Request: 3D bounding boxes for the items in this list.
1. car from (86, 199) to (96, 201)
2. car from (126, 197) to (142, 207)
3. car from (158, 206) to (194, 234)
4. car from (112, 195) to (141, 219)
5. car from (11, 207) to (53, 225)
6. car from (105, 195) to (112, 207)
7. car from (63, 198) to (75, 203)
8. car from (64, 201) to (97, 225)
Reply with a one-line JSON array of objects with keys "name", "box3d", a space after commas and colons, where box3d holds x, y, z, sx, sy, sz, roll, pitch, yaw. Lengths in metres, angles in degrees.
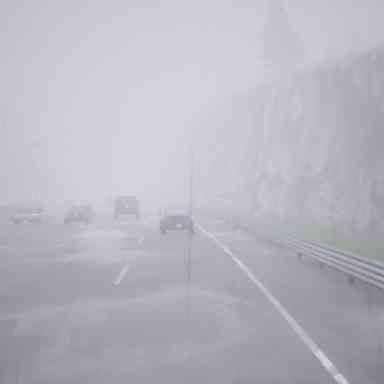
[{"name": "car", "box3d": [-18.478, 1.958, 60.709, 1.895, 1.301, 4.718, -1, 0, -22]}, {"name": "car", "box3d": [-10.112, 1.710, 57.865, 1.882, 1.535, 5.008, 0, 0, -20]}, {"name": "car", "box3d": [-0.977, 1.569, 19.561, 1.812, 1.442, 4.674, 0, 0, -7]}, {"name": "car", "box3d": [-6.132, 1.357, 31.161, 2.150, 2.045, 5.566, 0, 0, -12]}, {"name": "car", "box3d": [-12.230, 1.816, 25.817, 1.895, 1.301, 4.718, -1, 0, -10]}, {"name": "car", "box3d": [-14.115, 1.514, 59.088, 2.150, 2.045, 5.566, 0, 0, -22]}, {"name": "car", "box3d": [-22.565, 1.895, 61.014, 1.882, 1.535, 5.008, -1, 0, -21]}, {"name": "car", "box3d": [-8.646, 1.711, 25.863, 2.033, 1.411, 5.357, -1, 0, -11]}]
